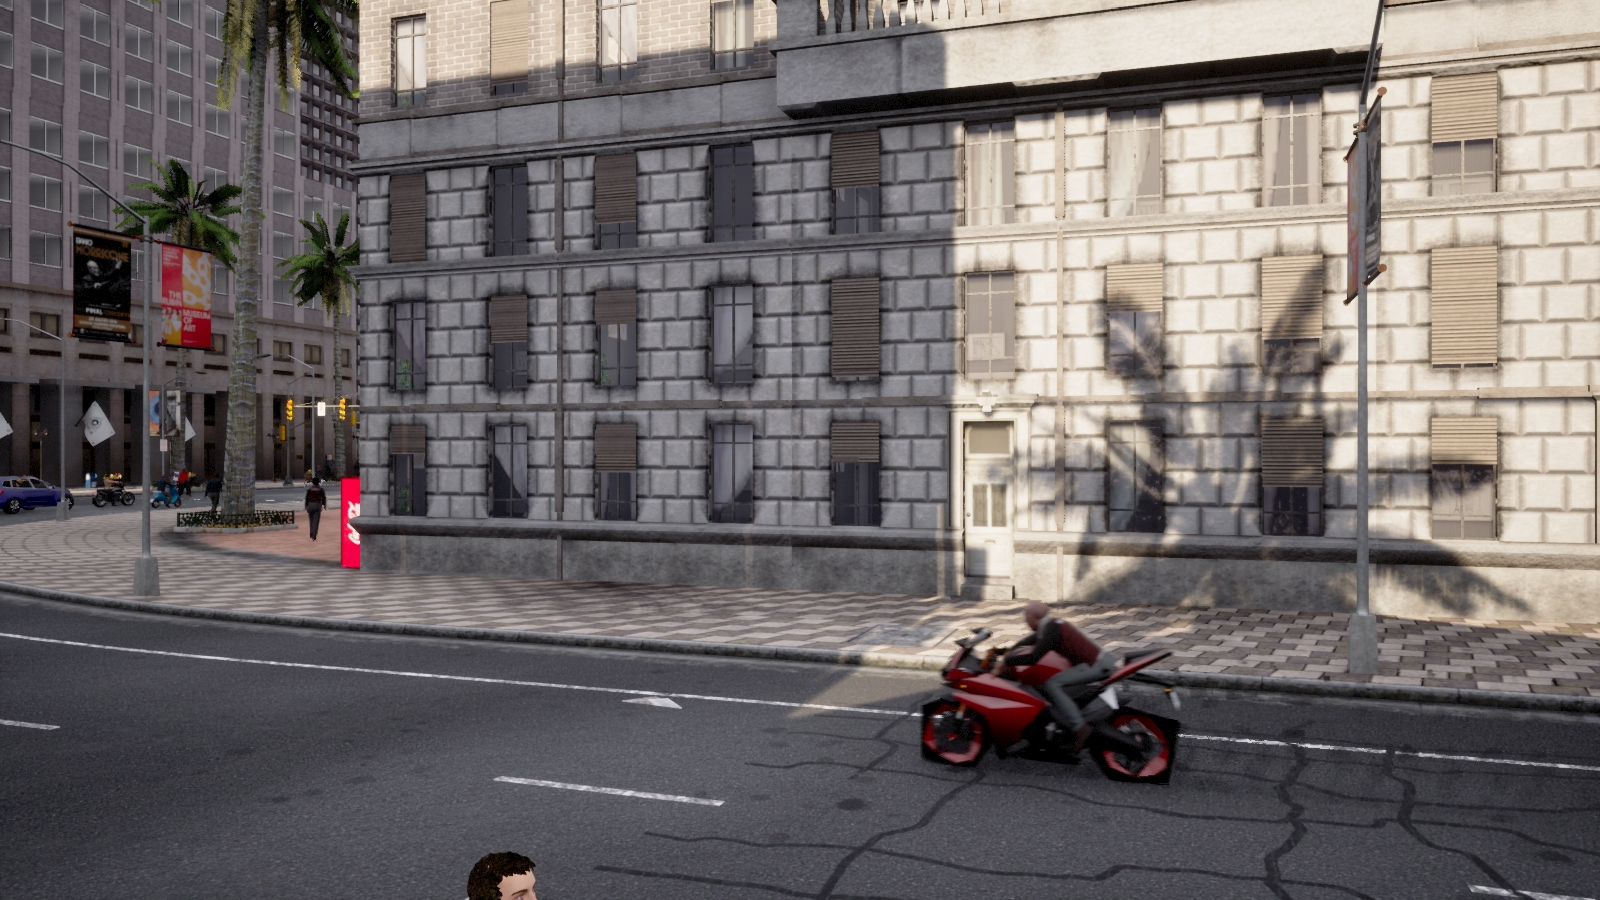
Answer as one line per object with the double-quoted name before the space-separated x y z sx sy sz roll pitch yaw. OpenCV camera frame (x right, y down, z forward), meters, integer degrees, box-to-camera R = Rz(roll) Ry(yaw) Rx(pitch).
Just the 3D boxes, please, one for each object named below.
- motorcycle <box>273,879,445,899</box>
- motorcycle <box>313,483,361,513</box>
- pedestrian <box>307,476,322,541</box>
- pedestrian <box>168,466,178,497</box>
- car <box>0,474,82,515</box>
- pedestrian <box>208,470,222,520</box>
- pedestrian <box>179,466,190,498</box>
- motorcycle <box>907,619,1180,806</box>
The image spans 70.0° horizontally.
"motorcycle" -1.030 2.213 3.640 2.033 1.145 0.803 0 0 20
"motorcycle" -21.134 2.170 52.239 0.764 1.277 2.356 0 0 16
"pedestrian" -14.096 1.696 33.169 0.375 1.860 0.375 0 0 -20
"pedestrian" -36.956 1.849 67.374 0.375 1.860 0.375 0 0 19
"car" -35.215 1.968 51.598 2.242 1.667 4.611 0 0 9
"pedestrian" -21.994 1.696 42.967 0.375 1.860 0.375 0 0 -7
"pedestrian" -35.628 1.849 66.142 0.375 1.860 0.375 0 0 18
"motorcycle" 2.109 2.205 9.880 2.209 1.251 0.867 0 0 20
